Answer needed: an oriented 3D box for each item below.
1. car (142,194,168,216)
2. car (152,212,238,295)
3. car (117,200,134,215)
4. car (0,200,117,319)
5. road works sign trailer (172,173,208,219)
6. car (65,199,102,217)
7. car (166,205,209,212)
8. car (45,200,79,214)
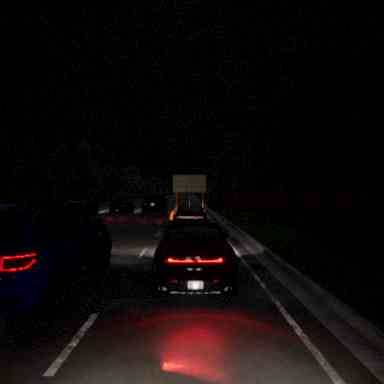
[{"bbox_3d":[-3.652,1.243,33.163,2.150,2.045,5.566,0,0,0],"label":"car"},{"bbox_3d":[0.049,1.510,8.708,1.837,1.490,4.892,0,0,0],"label":"car"},{"bbox_3d":[-7.160,1.512,34.054,2.128,1.511,4.902,0,0,0],"label":"car"},{"bbox_3d":[-3.438,1.227,7.485,2.150,2.045,5.566,0,0,0],"label":"car"},{"bbox_3d":[-0.180,0.478,22.965,2.380,3.560,2.880,0,0,-3],"label":"road works sign trailer"},{"bbox_3d":[-10.651,1.512,33.099,2.128,1.511,4.902,0,0,0],"label":"car"},{"bbox_3d":[-0.053,1.499,19.094,2.128,1.511,4.902,1,0,1],"label":"car"},{"bbox_3d":[-14.182,1.622,36.641,1.895,1.301,4.718,0,0,0],"label":"car"}]
